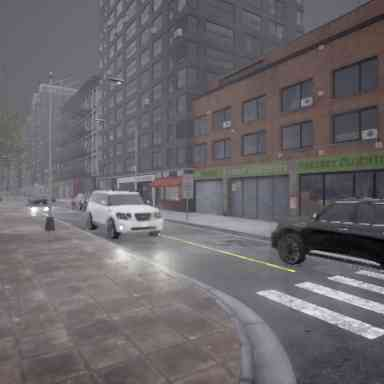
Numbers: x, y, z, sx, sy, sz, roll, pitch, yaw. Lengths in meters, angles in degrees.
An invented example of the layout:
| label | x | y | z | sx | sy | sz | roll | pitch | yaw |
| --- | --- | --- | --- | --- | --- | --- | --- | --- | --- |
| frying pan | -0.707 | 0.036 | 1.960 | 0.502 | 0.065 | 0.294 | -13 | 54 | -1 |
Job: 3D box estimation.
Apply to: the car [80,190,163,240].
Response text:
| label | x | y | z | sx | sy | sz | roll | pitch | yaw |
| --- | --- | --- | --- | --- | --- | --- | --- | --- | --- |
| car | -3.413 | 0.951 | 15.909 | 2.150 | 2.045 | 5.566 | 0 | 1 | -32 |

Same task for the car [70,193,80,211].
| label | x | y | z | sx | sy | sz | roll | pitch | yaw |
| --- | --- | --- | --- | --- | --- | --- | --- | --- | --- |
| car | -10.365 | 0.854 | 32.374 | 2.097 | 1.767 | 4.553 | 0 | 0 | -32 |

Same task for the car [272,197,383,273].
| label | x | y | z | sx | sy | sz | roll | pitch | yaw |
| --- | --- | --- | --- | --- | --- | --- | --- | --- | --- |
| car | 4.659 | 1.138 | 8.710 | 2.150 | 2.045 | 5.566 | 0 | 1 | -32 |

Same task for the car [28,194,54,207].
| label | x | y | z | sx | sy | sz | roll | pitch | yaw |
| --- | --- | --- | --- | --- | --- | --- | --- | --- | --- |
| car | -17.879 | 0.993 | 38.837 | 1.895 | 1.301 | 4.718 | 0 | 0 | -32 |
